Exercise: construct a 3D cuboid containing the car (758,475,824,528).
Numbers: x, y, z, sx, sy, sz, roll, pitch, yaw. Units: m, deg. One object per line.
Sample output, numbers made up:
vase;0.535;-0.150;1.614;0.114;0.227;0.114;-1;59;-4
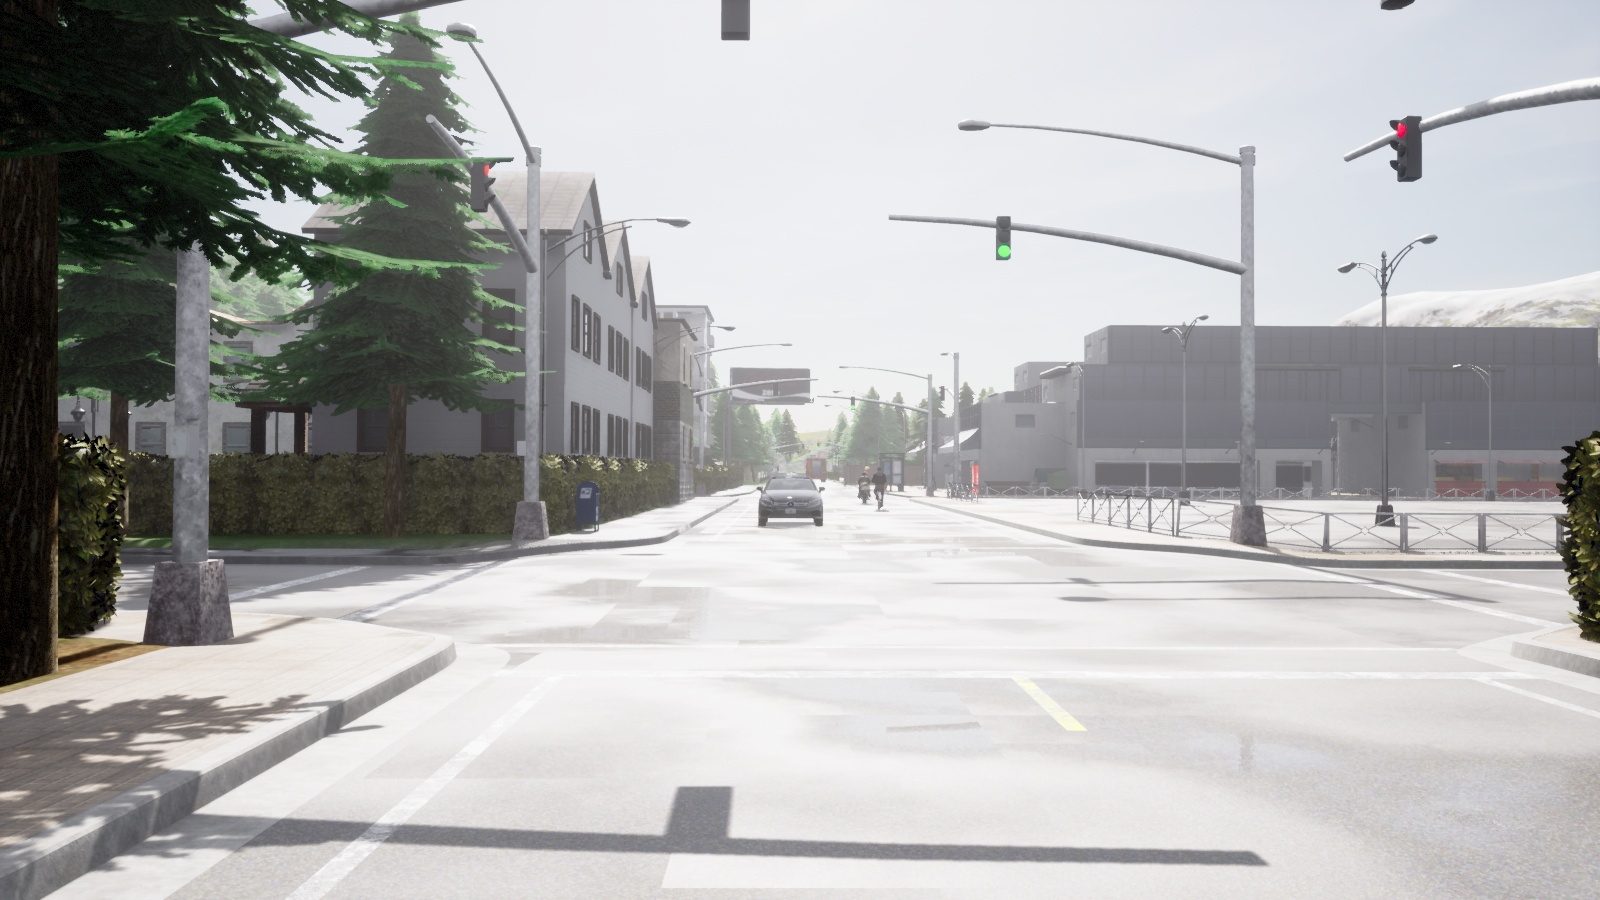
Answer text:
car;-0.258;1.455;36.731;1.812;1.442;4.674;0;-1;0
